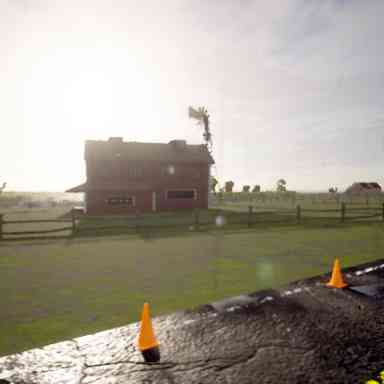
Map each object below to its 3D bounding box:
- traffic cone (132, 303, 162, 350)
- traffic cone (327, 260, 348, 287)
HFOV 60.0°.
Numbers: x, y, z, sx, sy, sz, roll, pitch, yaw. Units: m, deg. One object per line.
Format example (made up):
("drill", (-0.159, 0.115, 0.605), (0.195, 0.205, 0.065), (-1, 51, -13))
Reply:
("traffic cone", (-0.668, 1.933, 4.897), (0.340, 0.580, 0.340), (-1, 0, -35))
("traffic cone", (3.404, 1.883, 7.800), (0.340, 0.580, 0.340), (-1, 0, -35))
